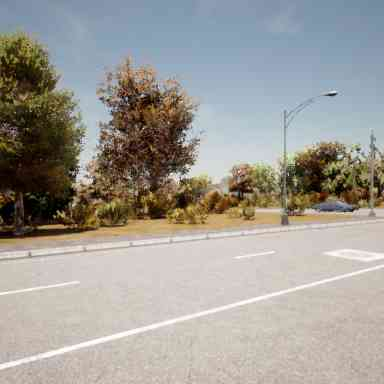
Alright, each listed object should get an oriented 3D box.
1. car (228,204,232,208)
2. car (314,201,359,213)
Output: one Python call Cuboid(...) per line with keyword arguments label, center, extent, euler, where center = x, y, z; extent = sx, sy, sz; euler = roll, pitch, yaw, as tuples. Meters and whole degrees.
Cuboid(label="car", center=(5.063, 2.601, 61.465), extent=(2.150, 2.045, 5.566), euler=(0, -3, -32))
Cuboid(label="car", center=(17.732, 1.830, 41.167), extent=(2.033, 1.411, 5.357), euler=(0, -2, -32))
